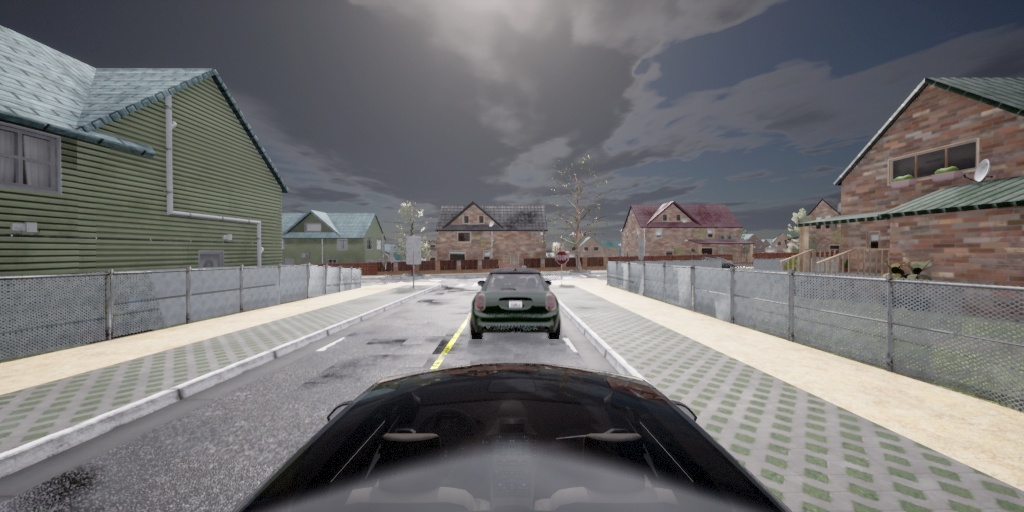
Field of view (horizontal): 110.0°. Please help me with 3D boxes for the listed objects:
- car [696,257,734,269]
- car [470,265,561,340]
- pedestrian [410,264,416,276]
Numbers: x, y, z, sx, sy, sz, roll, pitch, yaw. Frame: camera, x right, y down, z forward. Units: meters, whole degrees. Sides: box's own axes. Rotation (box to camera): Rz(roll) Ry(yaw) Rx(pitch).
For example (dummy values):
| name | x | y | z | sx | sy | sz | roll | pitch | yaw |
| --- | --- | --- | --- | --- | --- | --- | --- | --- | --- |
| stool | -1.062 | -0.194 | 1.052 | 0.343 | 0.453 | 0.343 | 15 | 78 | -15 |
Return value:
| name | x | y | z | sx | sy | sz | roll | pitch | yaw |
| --- | --- | --- | --- | --- | --- | --- | --- | --- | --- |
| car | 17.416 | 0.817 | 32.272 | 4.674 | 1.442 | 1.812 | -1 | 1 | 0 |
| car | 0.076 | 1.103 | 10.122 | 2.097 | 1.767 | 4.553 | 0 | 0 | 0 |
| pedestrian | -9.705 | 1.031 | 35.098 | 0.375 | 1.860 | 0.375 | 0 | 2 | 0 |
